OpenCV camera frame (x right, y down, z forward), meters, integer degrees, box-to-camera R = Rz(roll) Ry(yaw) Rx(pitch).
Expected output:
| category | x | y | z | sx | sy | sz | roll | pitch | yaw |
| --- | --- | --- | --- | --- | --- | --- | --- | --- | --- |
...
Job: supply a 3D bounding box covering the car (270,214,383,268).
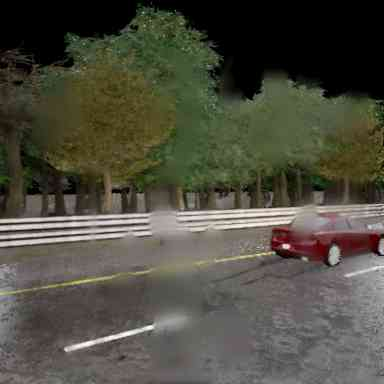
| category | x | y | z | sx | sy | sz | roll | pitch | yaw |
| --- | --- | --- | --- | --- | --- | --- | --- | --- | --- |
| car | 4.869 | 1.501 | 11.500 | 5.008 | 1.535 | 1.882 | 0 | 0 | -35 |
